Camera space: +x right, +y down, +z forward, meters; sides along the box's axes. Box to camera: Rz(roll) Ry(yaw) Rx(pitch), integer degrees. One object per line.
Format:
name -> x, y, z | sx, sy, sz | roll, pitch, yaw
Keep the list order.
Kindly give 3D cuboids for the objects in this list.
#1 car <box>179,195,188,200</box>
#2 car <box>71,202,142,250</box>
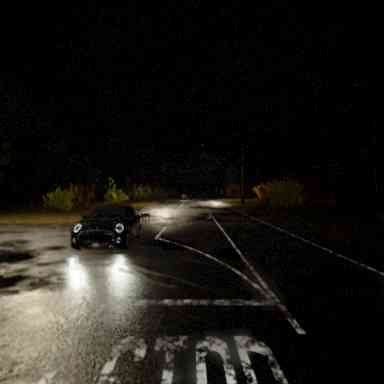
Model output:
car -> -2.243, 1.433, 90.598 | 2.128, 1.511, 4.902 | 0, 0, 7
car -> -3.483, 1.336, 14.277 | 2.097, 1.767, 4.553 | 0, 0, 0
